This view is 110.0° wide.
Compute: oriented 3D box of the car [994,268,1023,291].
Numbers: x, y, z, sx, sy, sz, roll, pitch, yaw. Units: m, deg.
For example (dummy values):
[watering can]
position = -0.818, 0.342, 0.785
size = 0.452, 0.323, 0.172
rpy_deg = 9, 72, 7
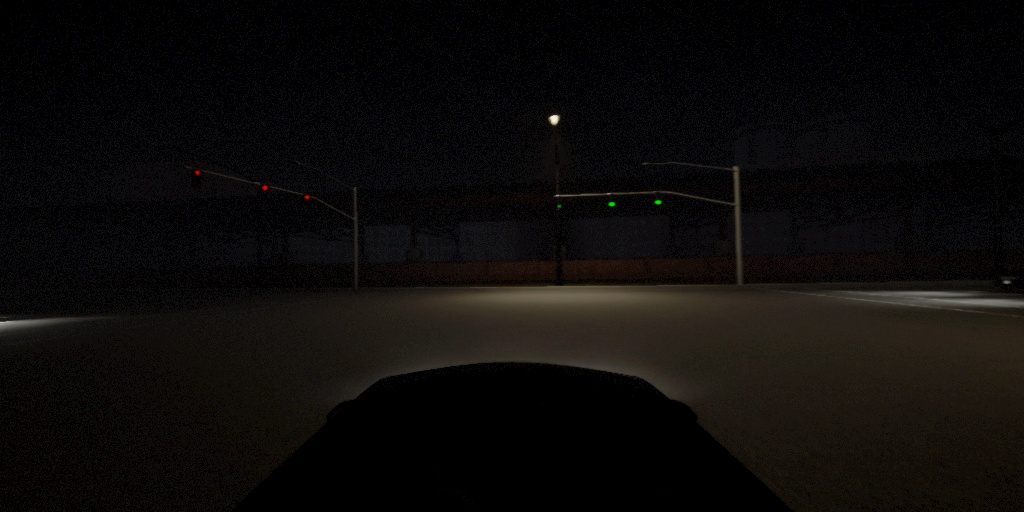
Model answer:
[car]
position = 25.859, 0.899, 16.602
size = 4.902, 1.511, 2.128
rpy_deg = -2, -1, 10
